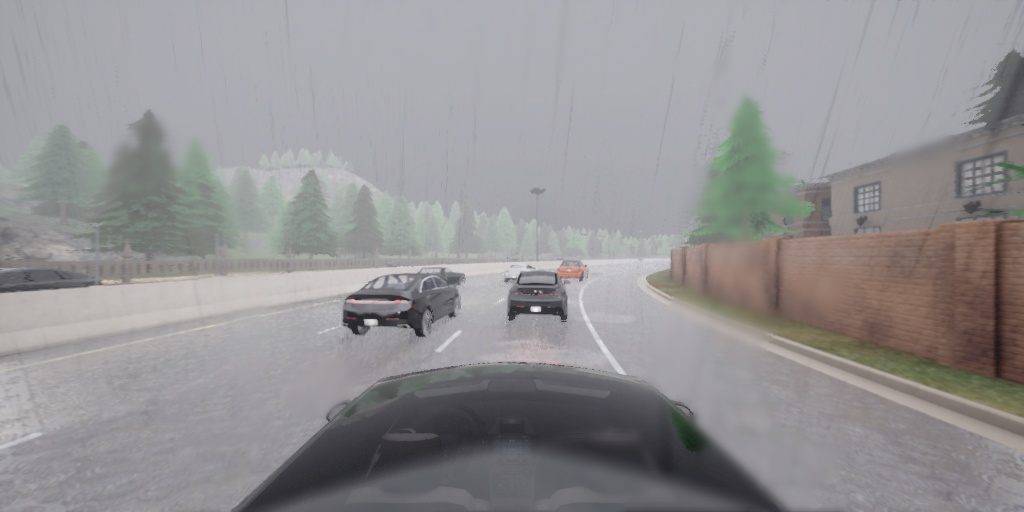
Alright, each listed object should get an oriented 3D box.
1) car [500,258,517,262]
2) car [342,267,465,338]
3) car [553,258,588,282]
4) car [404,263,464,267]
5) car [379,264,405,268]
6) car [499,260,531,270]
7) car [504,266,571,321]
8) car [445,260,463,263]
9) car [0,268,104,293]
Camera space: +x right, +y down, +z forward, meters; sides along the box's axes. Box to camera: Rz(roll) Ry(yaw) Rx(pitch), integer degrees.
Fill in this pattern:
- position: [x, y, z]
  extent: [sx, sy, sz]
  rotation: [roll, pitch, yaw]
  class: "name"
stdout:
- position: [-0.500, 1.082, 59.296]
  extent: [2.097, 1.767, 4.553]
  rotation: [0, 0, 29]
  class: "car"
- position: [-2.816, 1.225, 10.176]
  extent: [2.128, 1.511, 4.902]
  rotation: [0, 0, 6]
  class: "car"
- position: [5.118, 1.119, 29.935]
  extent: [2.097, 1.767, 4.553]
  rotation: [0, 0, 18]
  class: "car"
- position: [-4.472, 1.323, 21.885]
  extent: [1.895, 1.301, 4.718]
  rotation: [0, 0, 12]
  class: "car"
- position: [-9.972, 1.294, 29.300]
  extent: [1.895, 1.301, 4.718]
  rotation: [0, 0, 17]
  class: "car"
- position: [0.761, 1.272, 27.915]
  extent: [1.812, 1.442, 4.674]
  rotation: [0, 0, 17]
  class: "car"
- position: [0.962, 1.256, 12.544]
  extent: [1.837, 1.490, 4.892]
  rotation: [0, 0, 7]
  class: "car"
- position: [-8.495, 1.258, 51.720]
  extent: [1.994, 1.385, 4.181]
  rotation: [0, 0, 27]
  class: "car"
- position: [-16.895, 1.169, 11.826]
  extent: [1.837, 1.490, 4.892]
  rotation: [0, 0, 6]
  class: "car"
